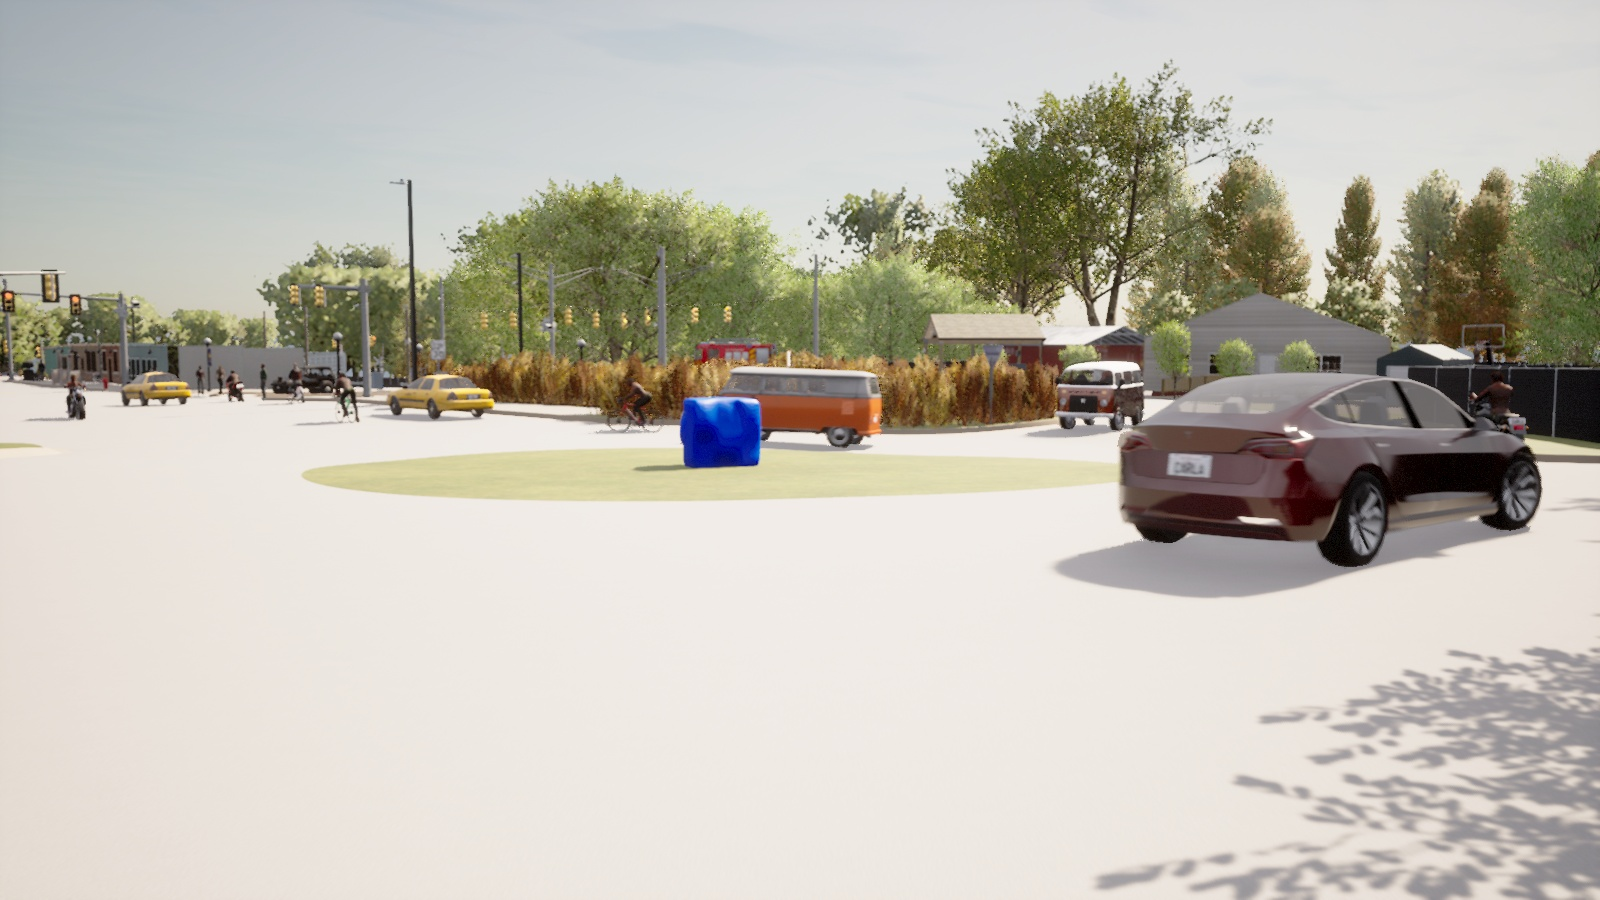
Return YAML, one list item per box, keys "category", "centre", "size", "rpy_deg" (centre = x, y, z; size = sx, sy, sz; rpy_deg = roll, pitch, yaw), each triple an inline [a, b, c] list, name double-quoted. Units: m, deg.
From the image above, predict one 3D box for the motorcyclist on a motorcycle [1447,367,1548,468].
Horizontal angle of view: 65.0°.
- category: "motorcyclist on a motorcycle"
  centre: [12.006, -0.518, 21.713]
  size: [0.766, 1.649, 2.350]
  rpy_deg: [0, 0, 9]

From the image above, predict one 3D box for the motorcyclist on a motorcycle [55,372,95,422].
- category: "motorcyclist on a motorcycle"
  centre: [-25.636, -1.888, 44.363]
  size: [0.766, 1.649, 2.350]
  rpy_deg: [-5, 7, -39]

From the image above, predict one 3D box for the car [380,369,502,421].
- category: "car"
  centre: [-12.471, -1.942, 43.371]
  size: [1.801, 1.575, 5.366]
  rpy_deg: [-4, 7, -42]

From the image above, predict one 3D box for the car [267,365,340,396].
- category: "car"
  centre: [-31.231, -4.379, 79.053]
  size: [1.905, 1.878, 3.866]
  rpy_deg: [4, 5, 43]

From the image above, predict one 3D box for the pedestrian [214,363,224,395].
- category: "pedestrian"
  centre: [-33.905, -4.176, 73.326]
  size: [0.331, 1.846, 0.634]
  rpy_deg: [-4, 6, -37]

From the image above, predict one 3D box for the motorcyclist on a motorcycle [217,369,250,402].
- category: "motorcyclist on a motorcycle"
  centre: [-26.701, -3.022, 59.144]
  size: [0.797, 1.523, 2.044]
  rpy_deg: [-4, 5, -40]

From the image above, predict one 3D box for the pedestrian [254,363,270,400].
- category: "pedestrian"
  centre: [-27.120, -3.468, 63.272]
  size: [0.614, 1.847, 0.353]
  rpy_deg: [-4, 7, -42]

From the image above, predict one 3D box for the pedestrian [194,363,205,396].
- category: "pedestrian"
  centre: [-36.454, -4.284, 76.250]
  size: [0.402, 1.930, 0.666]
  rpy_deg: [-4, 7, -39]

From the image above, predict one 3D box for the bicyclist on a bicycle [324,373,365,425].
- category: "bicyclist on a bicycle"
  centre: [-14.709, -1.669, 40.498]
  size: [0.582, 1.620, 1.656]
  rpy_deg: [-5, 6, -42]

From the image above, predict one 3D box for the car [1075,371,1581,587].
- category: "car"
  centre: [4.835, 0.058, 11.181]
  size: [4.792, 1.488, 2.163]
  rpy_deg: [-4, 5, -40]

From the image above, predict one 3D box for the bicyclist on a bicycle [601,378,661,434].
- category: "bicyclist on a bicycle"
  centre: [-4.932, -1.292, 36.761]
  size: [1.656, 1.620, 0.582]
  rpy_deg: [1, 4, 2]

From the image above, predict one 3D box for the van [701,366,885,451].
- category: "van"
  centre: [-0.162, -1.122, 32.794]
  size: [4.442, 1.987, 1.775]
  rpy_deg: [3, 4, 14]

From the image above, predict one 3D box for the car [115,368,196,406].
- category: "car"
  centre: [-28.780, -2.814, 55.962]
  size: [1.801, 1.575, 5.366]
  rpy_deg: [-5, 5, -42]

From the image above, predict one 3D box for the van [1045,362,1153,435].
- category: "van"
  centre: [9.231, -1.644, 38.485]
  size: [2.069, 2.038, 4.480]
  rpy_deg: [3, 5, 28]
